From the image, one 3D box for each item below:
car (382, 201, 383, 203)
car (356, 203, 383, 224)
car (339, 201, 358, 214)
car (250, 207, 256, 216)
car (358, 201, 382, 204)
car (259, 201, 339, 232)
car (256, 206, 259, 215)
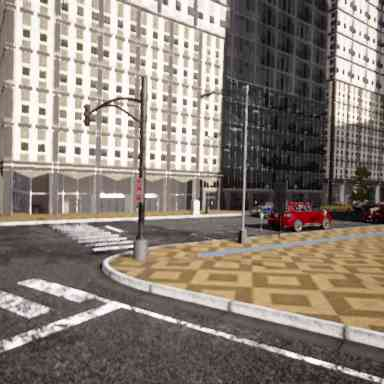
[{"bbox_3d":[26.239,1.920,45.136,4.206,1.307,1.802,1,1,-34],"label":"car"},{"bbox_3d":[16.678,1.957,29.014,4.507,1.381,1.887,1,1,-34],"label":"car"},{"bbox_3d":[16.754,1.756,38.621,4.829,1.417,1.752,1,1,-34],"label":"car"},{"bbox_3d":[7.547,1.677,32.300,4.403,1.369,2.008,1,1,-34],"label":"car"},{"bbox_3d":[21.566,1.851,41.927,4.313,1.339,1.947,1,1,-34],"label":"car"},{"bbox_3d":[7.337,1.622,22.592,5.009,1.841,2.192,1,1,-34],"label":"car"},{"bbox_3d":[8.459,1.671,29.934,5.008,1.535,1.882,1,1,-34],"label":"car"}]
